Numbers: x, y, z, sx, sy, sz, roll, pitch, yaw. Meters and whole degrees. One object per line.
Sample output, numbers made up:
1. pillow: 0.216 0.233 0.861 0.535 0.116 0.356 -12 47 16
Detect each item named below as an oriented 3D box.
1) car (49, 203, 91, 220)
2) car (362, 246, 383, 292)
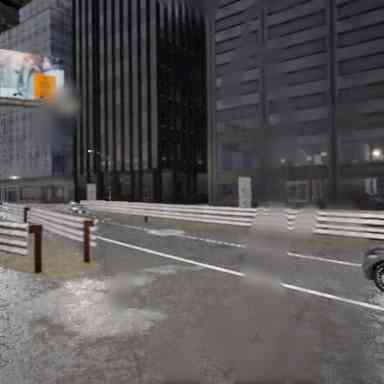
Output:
1. car: -9.661 1.525 25.945 2.033 1.411 5.357 0 0 -39
2. car: 5.936 1.488 6.571 1.812 1.442 4.674 0 0 -42
